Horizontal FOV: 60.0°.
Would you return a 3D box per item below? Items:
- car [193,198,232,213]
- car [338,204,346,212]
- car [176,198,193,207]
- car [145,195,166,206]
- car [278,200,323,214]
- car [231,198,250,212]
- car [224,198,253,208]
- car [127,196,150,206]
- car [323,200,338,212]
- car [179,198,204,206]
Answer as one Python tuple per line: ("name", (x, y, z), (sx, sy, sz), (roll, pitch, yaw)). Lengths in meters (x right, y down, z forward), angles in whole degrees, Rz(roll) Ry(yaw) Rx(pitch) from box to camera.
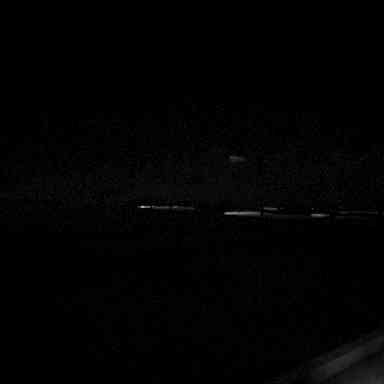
("car", (2.419, 1.756, 40.503), (1.994, 1.385, 4.181), (1, 0, -36))
("car", (17.579, 1.802, 43.492), (1.837, 1.490, 4.892), (1, 0, -36))
("car", (-0.773, 1.722, 56.814), (1.882, 1.535, 5.008), (1, -1, -36))
("car", (-6.721, 1.499, 59.110), (2.150, 2.045, 5.566), (1, 0, -36))
("car", (12.315, 1.750, 38.823), (1.837, 1.490, 4.892), (1, 0, -36))
("car", (4.994, 1.723, 42.912), (1.837, 1.490, 4.892), (1, 0, -36))
("car", (7.818, 1.790, 56.883), (2.128, 1.511, 4.902), (1, -1, -36))
("car", (-9.545, 1.768, 57.039), (1.994, 1.385, 4.181), (1, 0, -36))
("car", (14.788, 1.819, 41.370), (2.033, 1.411, 5.357), (1, 0, -36))
("car", (-0.132, 1.819, 61.932), (2.033, 1.411, 5.357), (1, 0, -36))
